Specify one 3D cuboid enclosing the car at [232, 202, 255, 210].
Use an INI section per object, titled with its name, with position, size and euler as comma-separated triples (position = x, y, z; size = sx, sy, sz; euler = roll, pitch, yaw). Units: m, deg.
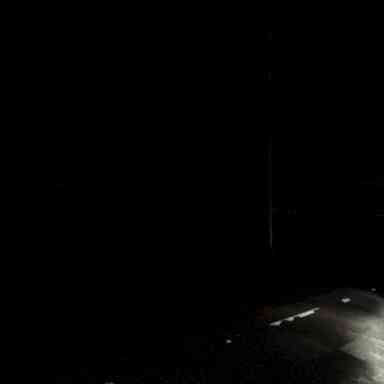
[car]
position = 8.982, 2.375, 58.044
size = 1.994, 1.385, 4.181
euler = -1, 0, -35
